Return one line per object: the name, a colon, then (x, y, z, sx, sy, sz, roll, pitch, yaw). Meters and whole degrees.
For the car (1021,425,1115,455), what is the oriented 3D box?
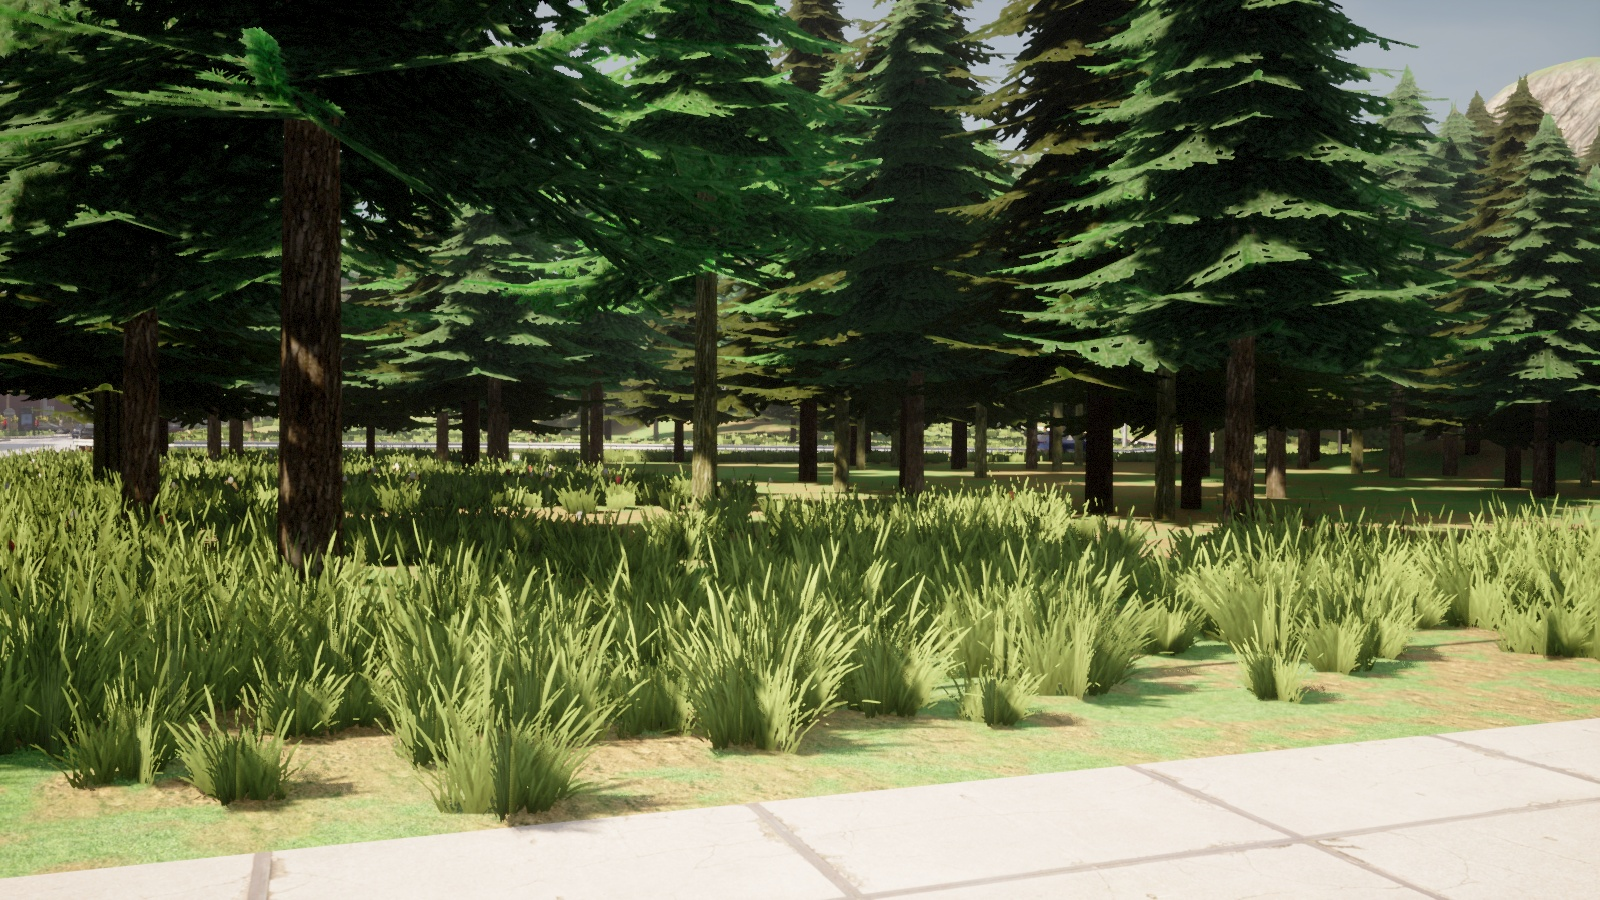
car: (15.093, -0.577, 70.702, 4.856, 1.649, 2.033, -1, 1, -22)
